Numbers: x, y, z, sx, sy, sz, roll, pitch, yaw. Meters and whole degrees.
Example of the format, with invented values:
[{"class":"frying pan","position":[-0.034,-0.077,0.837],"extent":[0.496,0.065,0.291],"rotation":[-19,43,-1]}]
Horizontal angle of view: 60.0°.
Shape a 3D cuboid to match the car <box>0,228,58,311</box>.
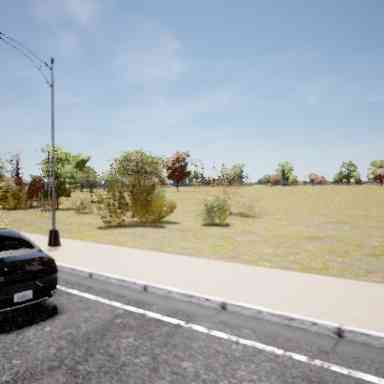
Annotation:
[{"class":"car","position":[-4.786,1.505,7.038],"extent":[4.892,1.490,1.837],"rotation":[0,0,36]}]
